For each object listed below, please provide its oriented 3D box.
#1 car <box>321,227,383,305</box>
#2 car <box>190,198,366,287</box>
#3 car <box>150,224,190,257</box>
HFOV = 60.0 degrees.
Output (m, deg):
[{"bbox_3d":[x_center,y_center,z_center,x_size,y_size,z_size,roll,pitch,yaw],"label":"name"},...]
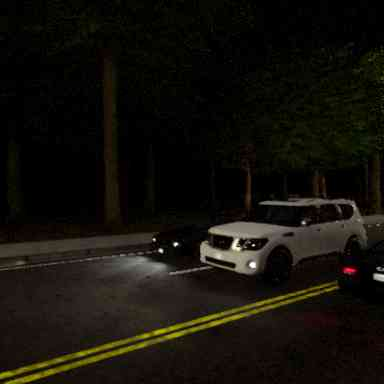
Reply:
[{"bbox_3d":[5.351,1.546,7.253,5.357,1.411,2.033,0,0,-36],"label":"car"},{"bbox_3d":[2.900,1.220,9.742,5.566,2.045,2.150,0,0,-35],"label":"car"},{"bbox_3d":[1.148,1.546,12.490,5.357,1.411,2.033,0,0,-35],"label":"car"}]
